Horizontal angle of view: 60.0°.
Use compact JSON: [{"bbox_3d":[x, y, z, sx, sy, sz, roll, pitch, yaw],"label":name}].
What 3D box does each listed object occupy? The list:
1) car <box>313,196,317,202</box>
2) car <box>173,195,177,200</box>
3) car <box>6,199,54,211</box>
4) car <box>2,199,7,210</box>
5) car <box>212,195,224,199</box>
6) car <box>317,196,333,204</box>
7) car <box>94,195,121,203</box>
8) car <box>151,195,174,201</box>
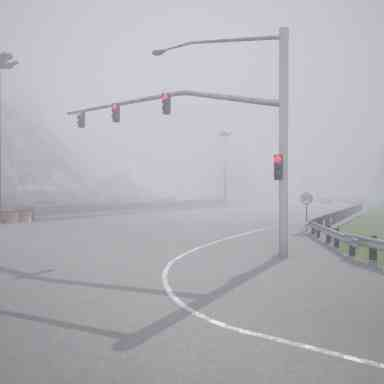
[{"bbox_3d":[28.111,1.520,72.920,2.033,1.411,5.357,0,0,7],"label":"car"},{"bbox_3d":[-4.828,1.396,70.926,1.882,1.535,5.008,0,0,18],"label":"car"},{"bbox_3d":[-15.063,1.501,32.144,1.994,1.385,4.181,0,0,32],"label":"car"},{"bbox_3d":[-23.021,1.463,39.185,2.033,1.411,5.357,0,0,32],"label":"car"},{"bbox_3d":[5.490,1.463,68.828,2.128,1.511,4.902,0,0,18],"label":"car"},{"bbox_3d":[25.561,1.549,63.331,1.994,1.385,4.181,0,0,16],"label":"car"},{"bbox_3d":[-13.656,1.270,53.990,2.097,1.767,4.553,0,0,32],"label":"car"},{"bbox_3d":[-5.088,1.542,47.873,1.895,1.301,4.718,0,0,32],"label":"car"}]
